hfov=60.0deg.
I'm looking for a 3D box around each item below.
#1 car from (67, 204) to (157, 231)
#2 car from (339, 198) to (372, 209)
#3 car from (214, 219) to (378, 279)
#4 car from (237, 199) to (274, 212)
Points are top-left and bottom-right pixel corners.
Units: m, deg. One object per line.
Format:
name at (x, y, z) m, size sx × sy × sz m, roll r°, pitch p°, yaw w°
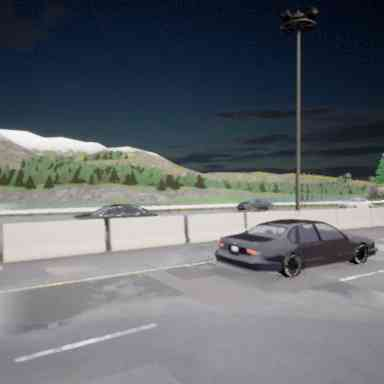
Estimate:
car at (-4.182, 1.434, 17.876) m, size 4.892 × 1.490 × 1.837 m, roll 0°, pitch 0°, yaw -33°
car at (19.644, 1.455, 39.843) m, size 4.674 × 1.442 × 1.812 m, roll 0°, pitch 0°, yaw -29°
car at (3.249, 1.524, 9.956) m, size 5.357 × 1.411 × 2.033 m, roll 0°, pitch 0°, yaw -32°
car at (6.975, 1.467, 36.666) m, size 4.181 × 1.385 × 1.994 m, roll 0°, pitch 0°, yaw -30°
